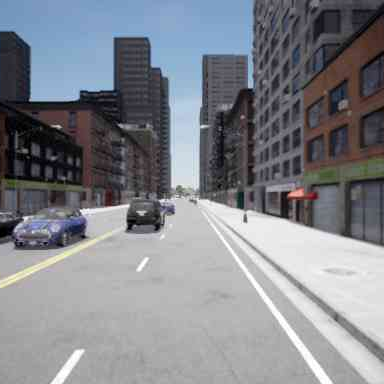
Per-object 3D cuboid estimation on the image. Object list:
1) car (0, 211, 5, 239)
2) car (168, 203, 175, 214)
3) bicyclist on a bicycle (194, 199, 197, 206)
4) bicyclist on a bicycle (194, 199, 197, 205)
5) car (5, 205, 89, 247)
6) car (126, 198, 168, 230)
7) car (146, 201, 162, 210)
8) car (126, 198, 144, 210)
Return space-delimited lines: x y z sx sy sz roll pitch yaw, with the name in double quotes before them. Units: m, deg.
"car" -9.855 1.692 15.946 2.128 1.511 4.902 0 -1 0
"car" -3.161 2.096 42.831 1.812 1.442 4.674 0 -1 0
"bicyclist on a bicycle" 0.864 2.597 84.219 0.866 1.612 1.509 0 -1 0
"bicyclist on a bicycle" 0.872 2.484 75.222 0.582 1.620 1.656 0 -1 0
"car" -6.604 1.554 16.048 2.097 1.767 4.553 0 -1 0
"car" -3.156 1.524 23.501 2.150 2.045 5.566 0 -1 0
"car" -6.559 2.279 58.153 2.128 1.511 4.902 0 -1 1
"car" -9.803 2.007 58.102 2.150 2.045 5.566 0 -1 1
